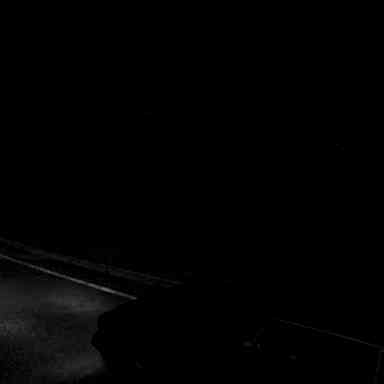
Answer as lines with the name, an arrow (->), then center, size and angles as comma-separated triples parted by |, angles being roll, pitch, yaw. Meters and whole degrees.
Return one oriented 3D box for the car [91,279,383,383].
car -> 1.152, 1.609, 3.255 | 4.718, 1.301, 1.895 | 0, 0, 36
